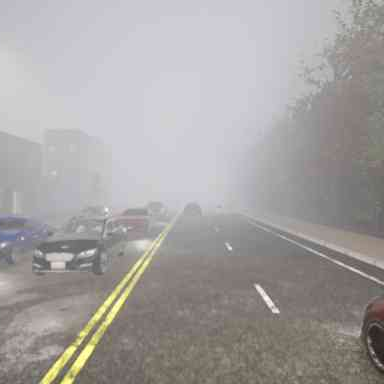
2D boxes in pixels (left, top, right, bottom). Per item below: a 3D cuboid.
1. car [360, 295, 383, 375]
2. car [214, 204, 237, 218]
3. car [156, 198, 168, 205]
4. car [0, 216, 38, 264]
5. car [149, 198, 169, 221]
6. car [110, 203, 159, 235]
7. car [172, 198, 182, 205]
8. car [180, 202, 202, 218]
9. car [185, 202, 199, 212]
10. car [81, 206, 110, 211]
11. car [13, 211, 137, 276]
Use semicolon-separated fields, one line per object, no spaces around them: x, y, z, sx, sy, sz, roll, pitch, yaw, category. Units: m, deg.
3.347;1.592;2.968;1.994;1.385;4.181;0;-1;0;car
3.315;1.915;33.907;1.895;1.301;4.718;0;-1;0;car
-6.573;2.071;73.284;2.033;1.411;5.357;0;-1;0;car
-6.612;1.642;12.371;1.812;1.442;4.674;0;-1;0;car
-3.332;1.636;30.515;2.097;1.767;4.553;0;-1;0;car
-3.361;1.669;20.448;1.882;1.535;5.008;0;-1;0;car
-3.323;2.008;73.287;1.882;1.535;5.008;0;-1;0;car
0.068;1.796;34.340;1.882;1.535;5.008;0;0;0;car
-0.019;2.029;46.415;1.895;1.301;4.718;0;-1;1;car
-6.605;1.702;22.498;2.128;1.511;4.902;0;-1;0;car
-3.357;1.593;10.807;2.128;1.511;4.902;0;-1;0;car
